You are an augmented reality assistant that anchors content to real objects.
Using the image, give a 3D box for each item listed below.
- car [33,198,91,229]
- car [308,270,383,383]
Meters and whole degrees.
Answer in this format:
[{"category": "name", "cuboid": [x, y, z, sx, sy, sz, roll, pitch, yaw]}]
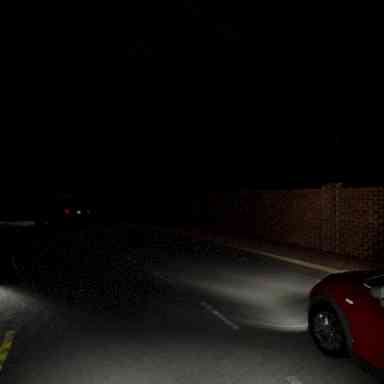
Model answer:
[{"category": "car", "cuboid": [-9.368, 1.432, 23.816, 5.566, 2.045, 2.150, 0, 0, 45]}, {"category": "car", "cuboid": [3.103, 1.373, 3.374, 2.097, 1.767, 4.553, 0, 0, -10]}]
